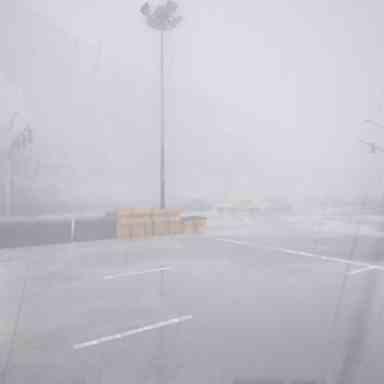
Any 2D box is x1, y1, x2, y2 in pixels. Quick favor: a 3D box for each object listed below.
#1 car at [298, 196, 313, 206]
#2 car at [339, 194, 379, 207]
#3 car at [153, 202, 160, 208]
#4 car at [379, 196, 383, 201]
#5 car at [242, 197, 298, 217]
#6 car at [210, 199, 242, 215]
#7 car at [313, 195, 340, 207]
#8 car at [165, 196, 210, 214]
[{"bbox_3d":[18.126,1.317,51.378,4.902,1.511,2.128,0,0,-36],"label":"car"},{"bbox_3d":[23.443,1.366,46.578,5.357,1.411,2.033,0,0,-36],"label":"car"},{"bbox_3d":[-2.017,1.288,36.976,4.553,1.767,2.097,0,0,-36],"label":"car"},{"bbox_3d":[32.153,1.324,57.043,4.181,1.385,1.994,0,0,-35],"label":"car"},{"bbox_3d":[7.269,1.273,30.709,4.553,1.767,2.097,0,0,-36],"label":"car"},{"bbox_3d":[4.634,1.401,33.127,5.008,1.535,1.882,0,0,-36],"label":"car"},{"bbox_3d":[20.396,1.177,48.699,4.553,1.767,2.097,0,0,-35],"label":"car"},{"bbox_3d":[-0.082,1.442,34.057,4.892,1.490,1.837,0,0,-36],"label":"car"}]
